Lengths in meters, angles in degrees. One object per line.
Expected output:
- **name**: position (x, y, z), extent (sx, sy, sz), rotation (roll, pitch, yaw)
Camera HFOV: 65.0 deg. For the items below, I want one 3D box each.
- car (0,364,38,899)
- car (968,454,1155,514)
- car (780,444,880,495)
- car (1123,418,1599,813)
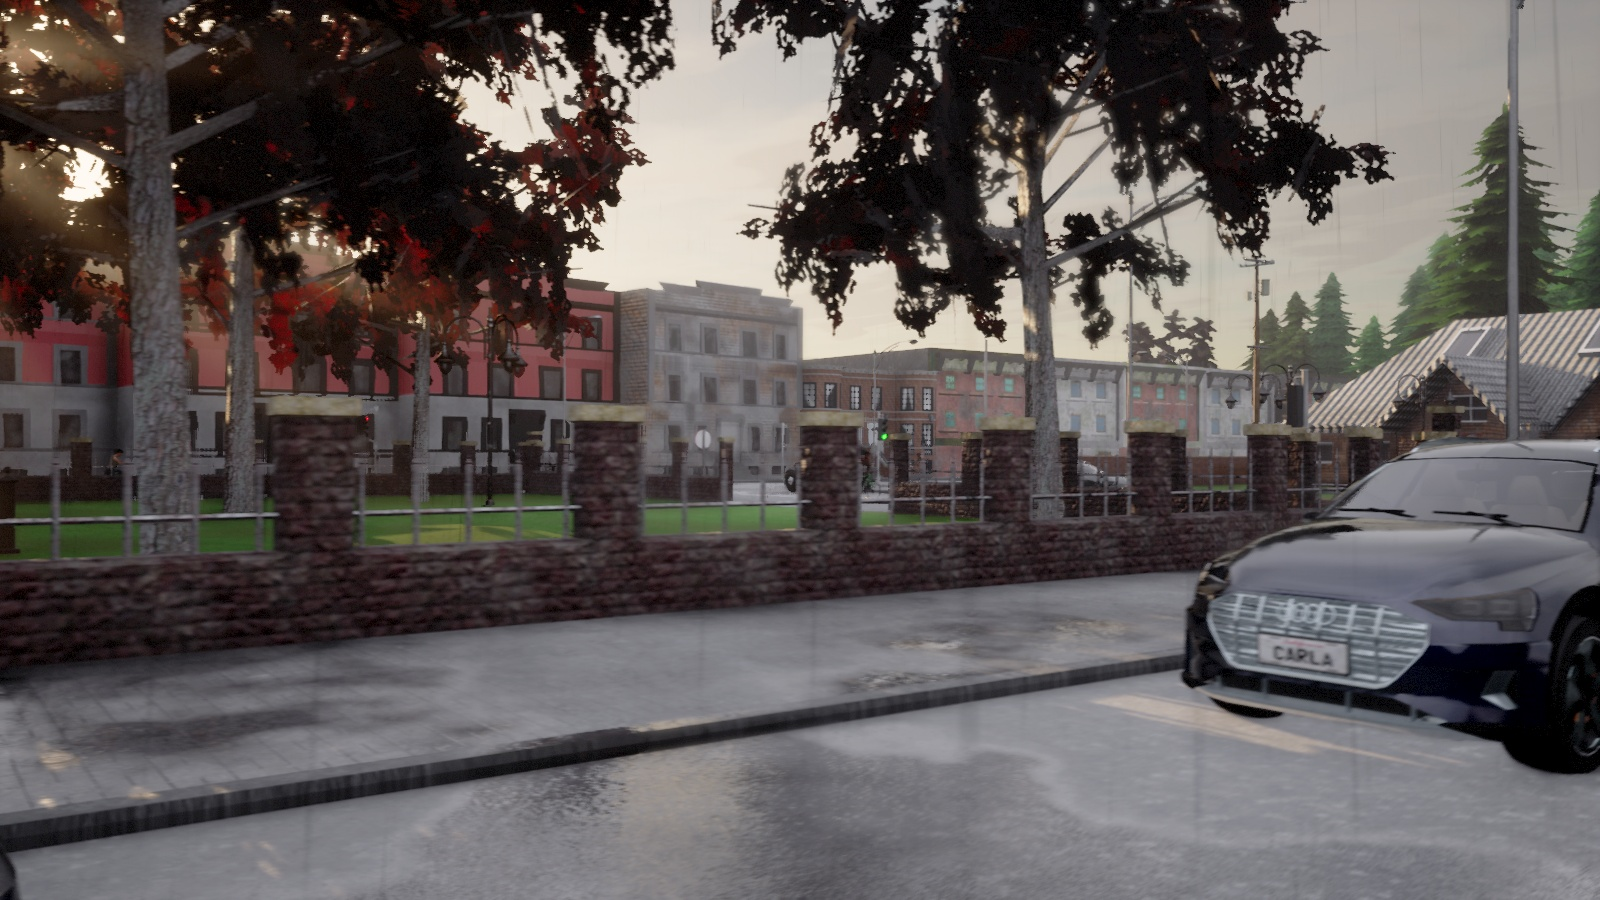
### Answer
- **car**: position (-3.536, 0.653, 1.793), extent (3.988, 1.617, 1.851), rotation (0, 0, -38)
- **car**: position (6.932, 0.867, 33.801), extent (1.837, 1.490, 4.892), rotation (0, 0, -38)
- **car**: position (1.118, 0.718, 48.610), extent (1.905, 1.878, 3.866), rotation (0, 0, -36)
- **car**: position (4.285, 0.699, 7.555), extent (4.856, 1.649, 2.033), rotation (0, 0, -39)
